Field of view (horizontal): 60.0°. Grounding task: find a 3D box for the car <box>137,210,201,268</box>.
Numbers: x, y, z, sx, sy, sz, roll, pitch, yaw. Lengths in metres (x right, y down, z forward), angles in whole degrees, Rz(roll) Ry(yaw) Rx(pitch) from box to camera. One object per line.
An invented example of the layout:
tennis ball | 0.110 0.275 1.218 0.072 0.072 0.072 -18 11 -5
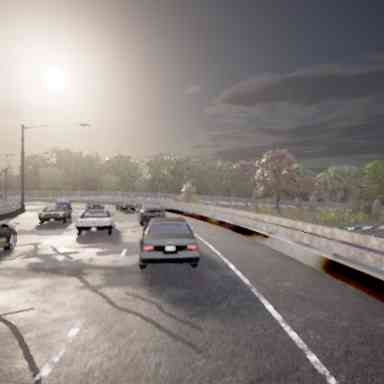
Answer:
car | -0.841 1.582 11.501 2.033 1.411 5.357 0 0 -6

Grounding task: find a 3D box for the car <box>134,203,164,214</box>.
car | -3.114 1.584 24.977 1.837 1.490 4.892 0 0 -13

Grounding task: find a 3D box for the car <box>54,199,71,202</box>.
car | -17.311 1.653 44.549 1.882 1.535 5.008 0 0 -25

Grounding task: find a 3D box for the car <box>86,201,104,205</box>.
car | -12.257 1.754 41.905 1.895 1.301 4.718 0 0 -23

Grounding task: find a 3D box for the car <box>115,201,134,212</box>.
car | -8.355 1.741 41.598 1.895 1.301 4.718 0 0 -22

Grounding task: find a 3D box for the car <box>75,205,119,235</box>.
car | -5.535 1.672 19.563 1.895 1.301 4.718 0 0 -11

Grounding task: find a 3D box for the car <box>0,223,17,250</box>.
car | -7.866 1.562 11.660 1.837 1.490 4.892 0 0 -7

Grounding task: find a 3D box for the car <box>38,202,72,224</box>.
car | -10.487 1.704 25.824 1.895 1.301 4.718 0 0 -14
